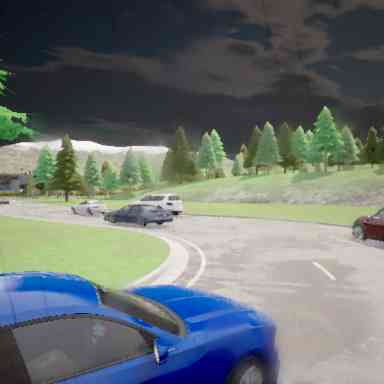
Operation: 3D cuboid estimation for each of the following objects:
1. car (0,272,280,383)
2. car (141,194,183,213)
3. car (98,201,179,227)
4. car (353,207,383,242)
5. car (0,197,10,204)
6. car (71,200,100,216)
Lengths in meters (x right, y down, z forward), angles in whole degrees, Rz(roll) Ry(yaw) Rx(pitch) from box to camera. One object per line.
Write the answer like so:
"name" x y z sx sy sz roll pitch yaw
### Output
"car" -1.337 1.478 2.803 5.008 1.535 1.882 0 1 -37
"car" -3.356 1.216 31.206 5.566 2.045 2.150 0 0 39
"car" -3.742 1.545 22.687 5.357 1.411 2.033 0 0 38
"car" 8.782 1.345 13.956 2.097 1.767 4.553 0 0 -4
"car" -34.594 1.605 60.754 1.895 1.301 4.718 0 0 -36
"car" -9.876 1.524 32.271 4.674 1.442 1.812 0 0 42
